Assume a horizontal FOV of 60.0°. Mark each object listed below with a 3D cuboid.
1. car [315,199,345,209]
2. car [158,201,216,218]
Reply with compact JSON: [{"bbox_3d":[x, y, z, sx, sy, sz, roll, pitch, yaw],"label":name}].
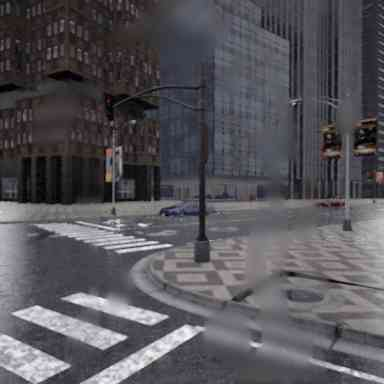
[{"bbox_3d":[18.265,1.558,44.219,4.718,1.301,1.895,0,0,-39],"label":"car"},{"bbox_3d":[-0.301,1.477,29.050,5.357,1.411,2.033,0,0,-39],"label":"car"}]
